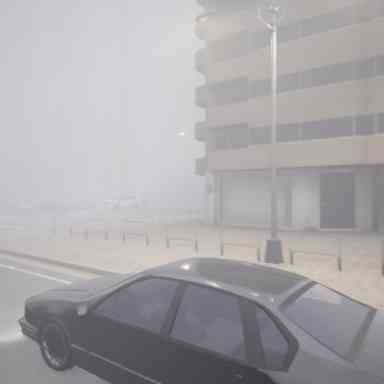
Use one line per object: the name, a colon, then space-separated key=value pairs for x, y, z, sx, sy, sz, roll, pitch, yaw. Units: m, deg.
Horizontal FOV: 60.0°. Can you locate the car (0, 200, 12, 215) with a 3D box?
car: x=-19.897 y=1.583 z=32.949 sx=2.128 sy=1.511 sz=4.902 roll=0 pitch=0 yaw=36

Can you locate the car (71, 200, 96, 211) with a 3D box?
car: x=-14.258 y=1.641 z=40.903 sx=2.033 sy=1.411 sz=5.357 roll=0 pitch=0 yaw=35

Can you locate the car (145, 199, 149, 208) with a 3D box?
car: x=-8.417 y=1.588 z=49.132 sx=2.128 sy=1.511 sz=4.902 roll=0 pitch=0 yaw=36

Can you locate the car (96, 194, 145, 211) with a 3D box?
car: x=-8.991 y=1.313 z=42.292 sx=2.150 sy=2.045 sz=5.566 roll=0 pitch=0 yaw=35

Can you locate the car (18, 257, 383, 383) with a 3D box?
car: x=0.126 y=1.550 z=3.923 sx=5.357 sy=1.411 sz=2.033 roll=0 pitch=0 yaw=36

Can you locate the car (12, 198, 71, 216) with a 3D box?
car: x=-15.131 y=1.441 z=33.589 sx=2.097 sy=1.767 sz=4.553 roll=0 pitch=0 yaw=35
